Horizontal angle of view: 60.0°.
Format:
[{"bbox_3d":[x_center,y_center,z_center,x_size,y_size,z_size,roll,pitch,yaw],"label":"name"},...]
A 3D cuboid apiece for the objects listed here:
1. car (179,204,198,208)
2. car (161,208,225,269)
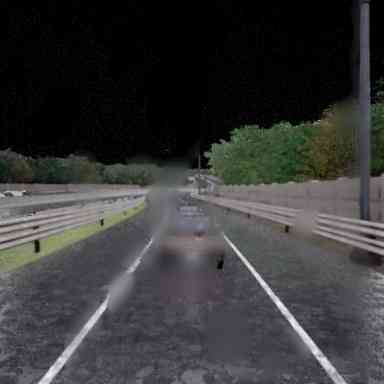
[{"bbox_3d":[-0.280,1.596,24.415,2.033,1.411,5.357,0,0,-2],"label":"car"},{"bbox_3d":[0.019,1.513,11.225,2.128,1.511,4.902,0,0,0],"label":"car"}]
